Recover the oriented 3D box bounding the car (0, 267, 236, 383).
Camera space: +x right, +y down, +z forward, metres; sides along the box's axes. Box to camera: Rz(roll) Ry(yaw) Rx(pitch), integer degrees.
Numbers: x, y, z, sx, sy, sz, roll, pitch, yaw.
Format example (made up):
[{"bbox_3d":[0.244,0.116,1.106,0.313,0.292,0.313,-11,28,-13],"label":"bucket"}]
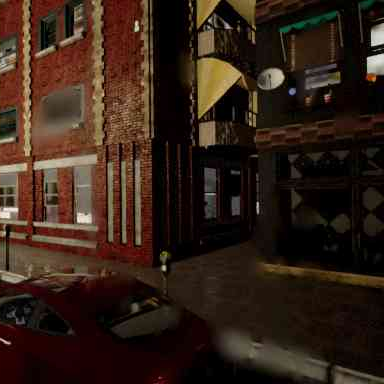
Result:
[{"bbox_3d":[-1.515,1.583,3.934,4.206,1.307,1.802,0,-1,36],"label":"car"}]
